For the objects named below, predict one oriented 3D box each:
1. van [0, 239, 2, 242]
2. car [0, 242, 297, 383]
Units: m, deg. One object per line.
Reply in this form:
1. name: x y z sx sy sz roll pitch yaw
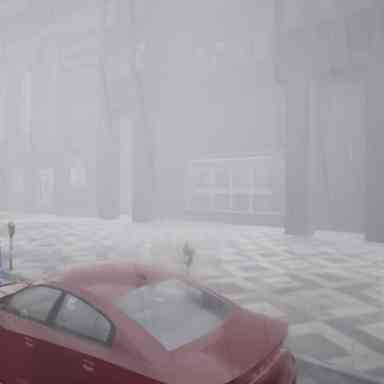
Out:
1. van: -5.728 1.286 7.158 3.998 1.788 1.690 0 1 36
2. car: -1.130 1.526 3.880 4.507 1.381 1.887 0 1 35
